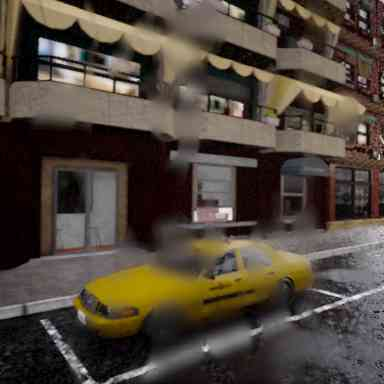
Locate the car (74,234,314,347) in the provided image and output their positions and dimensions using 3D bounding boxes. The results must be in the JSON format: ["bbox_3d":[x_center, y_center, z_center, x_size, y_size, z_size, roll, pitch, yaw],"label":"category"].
[{"bbox_3d":[0.334,1.535,6.327,4.829,1.417,1.752,0,1,-36],"label":"car"}]
